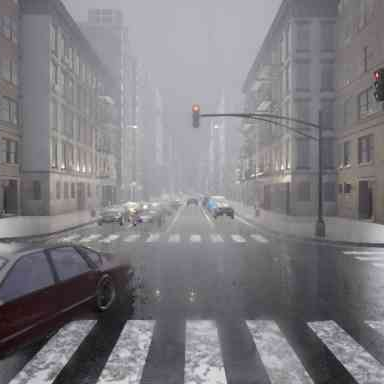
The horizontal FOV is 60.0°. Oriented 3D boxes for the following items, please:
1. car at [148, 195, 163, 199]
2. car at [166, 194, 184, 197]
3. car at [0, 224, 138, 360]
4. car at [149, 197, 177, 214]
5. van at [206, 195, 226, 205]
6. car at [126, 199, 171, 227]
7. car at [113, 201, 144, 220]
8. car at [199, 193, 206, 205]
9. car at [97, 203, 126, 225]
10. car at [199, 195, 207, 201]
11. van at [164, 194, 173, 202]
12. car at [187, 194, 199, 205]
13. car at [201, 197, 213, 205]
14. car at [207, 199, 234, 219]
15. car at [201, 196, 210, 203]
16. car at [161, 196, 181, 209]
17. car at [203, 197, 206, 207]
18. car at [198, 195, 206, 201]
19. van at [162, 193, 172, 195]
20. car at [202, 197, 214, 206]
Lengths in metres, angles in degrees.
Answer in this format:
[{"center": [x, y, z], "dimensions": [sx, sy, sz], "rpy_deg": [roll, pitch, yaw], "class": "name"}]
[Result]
[{"center": [-5.407, 1.436, 45.129], "dimensions": [1.967, 1.590, 4.097], "rpy_deg": [0, 0, 0], "class": "car"}, {"center": [-2.793, 1.474, 53.024], "dimensions": [1.882, 1.535, 5.008], "rpy_deg": [0, 0, 1], "class": "car"}, {"center": [-2.847, 1.538, 5.175], "dimensions": [2.033, 1.411, 5.357], "rpy_deg": [0, 0, 19], "class": "car"}, {"center": [-2.843, 1.544, 32.755], "dimensions": [2.033, 1.411, 5.357], "rpy_deg": [0, 0, 0], "class": "car"}, {"center": [2.643, 1.338, 34.317], "dimensions": [1.690, 1.788, 3.998], "rpy_deg": [0, 0, 0], "class": "van"}, {"center": [-2.847, 1.490, 22.872], "dimensions": [2.128, 1.511, 4.902], "rpy_deg": [0, 0, 0], "class": "car"}, {"center": [-5.393, 1.523, 28.740], "dimensions": [1.752, 1.417, 4.829], "rpy_deg": [0, 0, 0], "class": "car"}, {"center": [2.649, 1.311, 50.535], "dimensions": [2.192, 1.841, 5.009], "rpy_deg": [0, 0, 0], "class": "car"}, {"center": [-5.389, 1.549, 23.504], "dimensions": [2.008, 1.369, 4.403], "rpy_deg": [0, 0, 0], "class": "car"}, {"center": [2.660, 1.539, 82.973], "dimensions": [1.887, 1.381, 4.507], "rpy_deg": [0, 0, 0], "class": "car"}, {"center": [-5.434, 1.336, 77.566], "dimensions": [1.690, 1.788, 3.998], "rpy_deg": [0, 0, 0], "class": "van"}, {"center": [0.103, 1.501, 57.073], "dimensions": [1.837, 1.490, 4.892], "rpy_deg": [0, 0, 0], "class": "car"}, {"center": [2.652, 1.546, 61.348], "dimensions": [2.008, 1.369, 4.403], "rpy_deg": [0, 0, 0], "class": "car"}, {"center": [2.641, 1.548, 28.910], "dimensions": [2.008, 1.369, 4.403], "rpy_deg": [0, 0, 0], "class": "car"}, {"center": [2.654, 1.521, 66.923], "dimensions": [1.752, 1.417, 4.829], "rpy_deg": [0, 0, 0], "class": "car"}, {"center": [-2.832, 1.560, 42.769], "dimensions": [1.994, 1.385, 4.181], "rpy_deg": [0, 0, 1], "class": "car"}, {"center": [2.645, 1.578, 39.723], "dimensions": [1.802, 1.307, 4.206], "rpy_deg": [0, 0, 0], "class": "car"}, {"center": [2.661, 1.560, 88.379], "dimensions": [1.947, 1.339, 4.313], "rpy_deg": [0, 0, 0], "class": "car"}, {"center": [-5.425, 1.337, 66.753], "dimensions": [1.690, 1.788, 3.998], "rpy_deg": [0, 0, 0], "class": "van"}, {"center": [2.650, 1.562, 55.942], "dimensions": [1.947, 1.339, 4.313], "rpy_deg": [0, 0, 0], "class": "car"}]
